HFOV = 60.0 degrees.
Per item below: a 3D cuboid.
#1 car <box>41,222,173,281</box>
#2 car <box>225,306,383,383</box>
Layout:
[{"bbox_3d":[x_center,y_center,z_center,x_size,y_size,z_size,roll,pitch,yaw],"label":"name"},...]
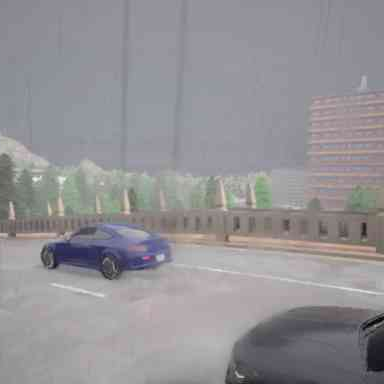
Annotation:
[{"bbox_3d":[-2.712,1.662,10.226,4.674,1.442,1.812,-2,-1,35],"label":"car"},{"bbox_3d":[2.550,1.507,2.173,4.892,1.490,1.837,1,0,36],"label":"car"}]
